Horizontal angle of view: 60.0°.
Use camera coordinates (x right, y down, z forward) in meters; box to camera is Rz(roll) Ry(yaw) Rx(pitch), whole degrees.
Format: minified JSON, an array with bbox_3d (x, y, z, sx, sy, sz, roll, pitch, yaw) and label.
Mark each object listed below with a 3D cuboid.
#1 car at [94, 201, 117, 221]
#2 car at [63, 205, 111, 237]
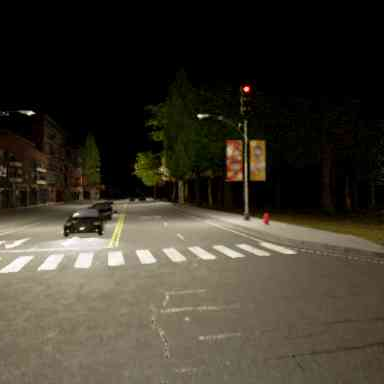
[{"bbox_3d":[-7.870,1.674,29.083,1.882,1.535,5.008,-1,0,-11],"label":"car"},{"bbox_3d":[-5.966,1.684,18.974,1.994,1.385,4.181,-1,0,-10],"label":"car"}]
